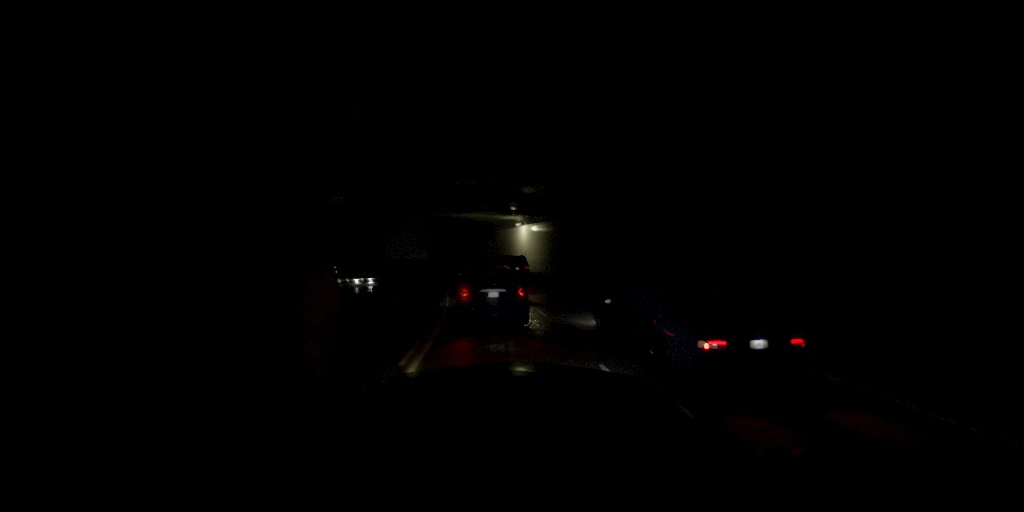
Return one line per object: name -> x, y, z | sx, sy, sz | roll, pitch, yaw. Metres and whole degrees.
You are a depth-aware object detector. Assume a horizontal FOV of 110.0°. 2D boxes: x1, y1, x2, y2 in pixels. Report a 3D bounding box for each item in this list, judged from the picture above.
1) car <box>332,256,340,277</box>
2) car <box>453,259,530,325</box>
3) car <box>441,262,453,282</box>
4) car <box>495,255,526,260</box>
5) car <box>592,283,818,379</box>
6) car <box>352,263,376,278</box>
car -> -18.587, 1.042, 35.882 | 2.150, 2.045, 5.566 | 0, 0, -27
car -> -0.759, 1.103, 12.144 | 2.097, 1.767, 4.553 | 0, 0, -6
car -> -4.751, 1.241, 29.834 | 1.882, 1.535, 5.008 | 0, 0, -18
car -> -0.355, 0.967, 27.614 | 2.150, 2.045, 5.566 | 0, 0, -16
car -> 3.277, 1.282, 7.526 | 2.033, 1.411, 5.357 | 0, 0, -4
car -> -14.215, 1.367, 34.401 | 1.994, 1.385, 4.181 | 0, 0, -24
